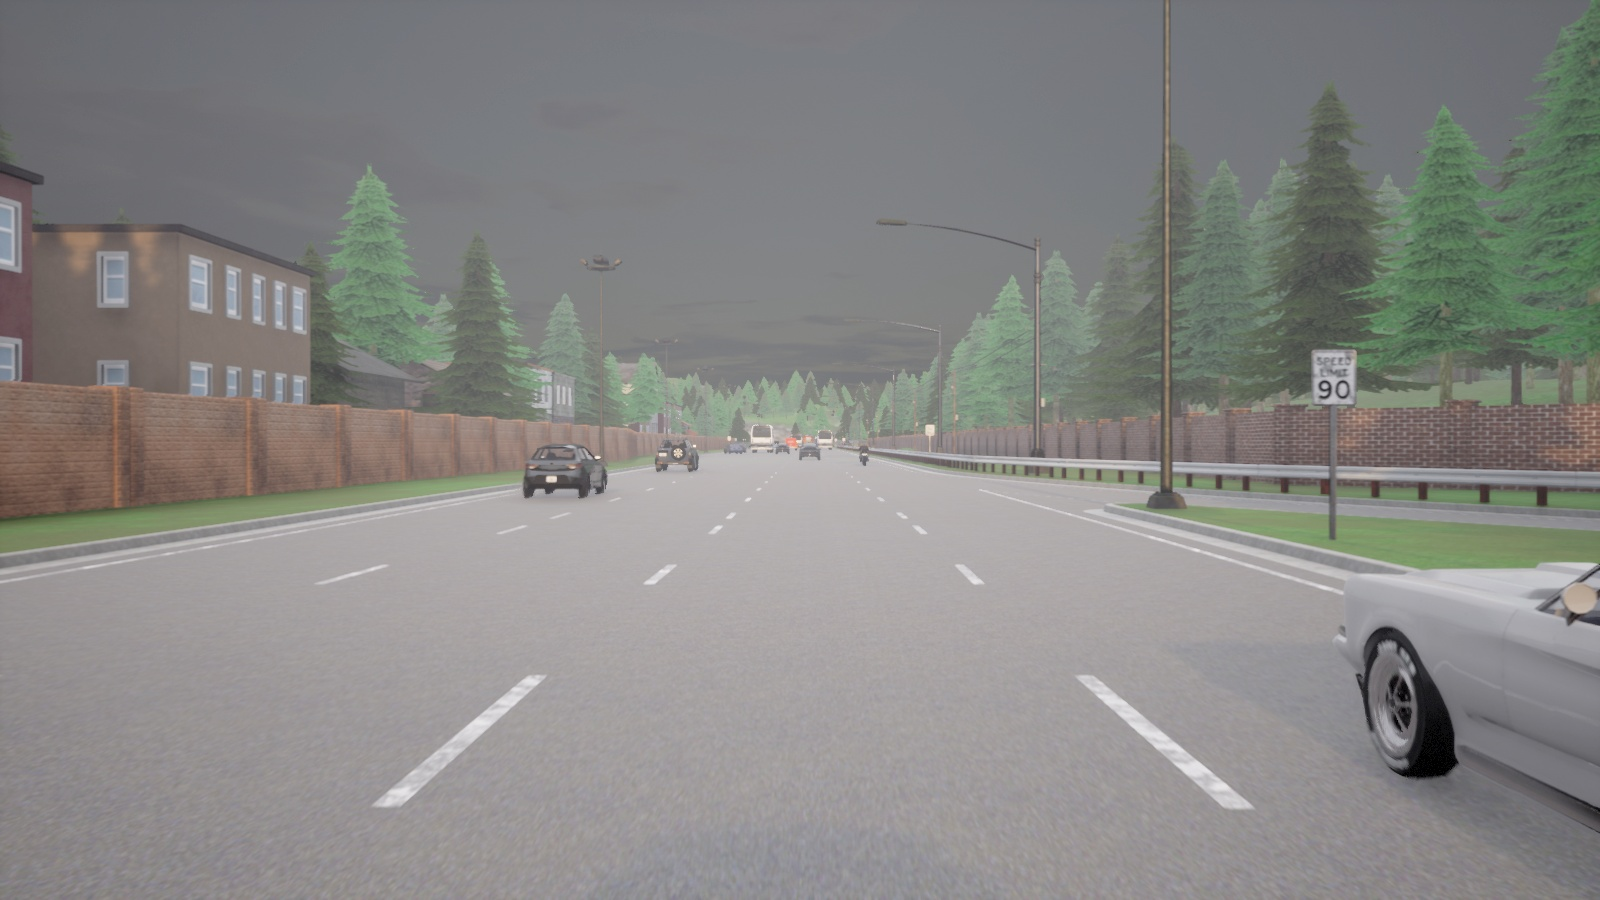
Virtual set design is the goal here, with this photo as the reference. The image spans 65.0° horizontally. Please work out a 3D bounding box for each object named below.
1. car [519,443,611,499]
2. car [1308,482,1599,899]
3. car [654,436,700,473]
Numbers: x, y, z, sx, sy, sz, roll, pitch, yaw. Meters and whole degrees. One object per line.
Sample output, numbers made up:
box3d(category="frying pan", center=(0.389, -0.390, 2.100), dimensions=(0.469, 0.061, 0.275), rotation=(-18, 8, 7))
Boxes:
box3d(category="car", center=(-6.601, 0.553, 35.669), dimensions=(1.816, 1.474, 4.193), rotation=(0, 0, 0))
box3d(category="car", center=(3.539, 0.827, 4.071), dimensions=(1.895, 1.301, 4.718), rotation=(0, 0, 0))
box3d(category="car", center=(-6.416, 0.188, 65.915), dimensions=(1.932, 1.855, 4.605), rotation=(0, 1, 0))
